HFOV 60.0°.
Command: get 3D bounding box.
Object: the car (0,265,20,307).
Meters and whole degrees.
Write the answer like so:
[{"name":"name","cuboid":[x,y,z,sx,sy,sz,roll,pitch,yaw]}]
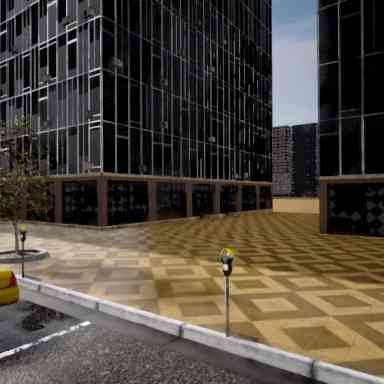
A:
[{"name":"car","cuboid":[-5.333,1.528,6.663,4.829,1.417,1.752,0,0,35]}]
